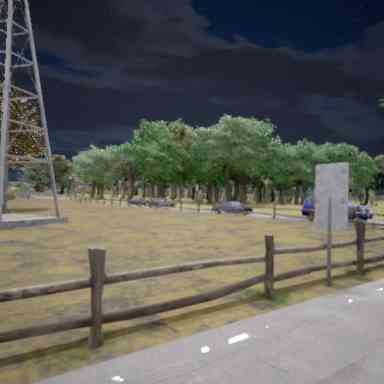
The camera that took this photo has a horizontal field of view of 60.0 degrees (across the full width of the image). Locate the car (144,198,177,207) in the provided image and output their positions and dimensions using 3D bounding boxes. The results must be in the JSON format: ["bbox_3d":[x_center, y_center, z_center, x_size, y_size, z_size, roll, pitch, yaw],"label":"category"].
[{"bbox_3d":[-4.731,1.677,50.224,2.128,1.511,4.902,2,-1,-35],"label":"car"}]

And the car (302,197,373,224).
[{"bbox_3d":[11.697,1.416,27.233,2.150,2.045,5.566,2,-1,-35],"label":"car"}]

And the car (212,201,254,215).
[{"bbox_3d":[4.499,1.737,37.290,2.033,1.411,5.357,2,-1,-36],"label":"car"}]

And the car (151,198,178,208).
[{"bbox_3d":[-4.569,1.824,54.914,2.033,1.411,5.357,2,-1,-35],"label":"car"}]

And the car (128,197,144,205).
[{"bbox_3d":[-10.439,1.750,63.017,2.128,1.511,4.902,2,-1,-36],"label":"car"}]
